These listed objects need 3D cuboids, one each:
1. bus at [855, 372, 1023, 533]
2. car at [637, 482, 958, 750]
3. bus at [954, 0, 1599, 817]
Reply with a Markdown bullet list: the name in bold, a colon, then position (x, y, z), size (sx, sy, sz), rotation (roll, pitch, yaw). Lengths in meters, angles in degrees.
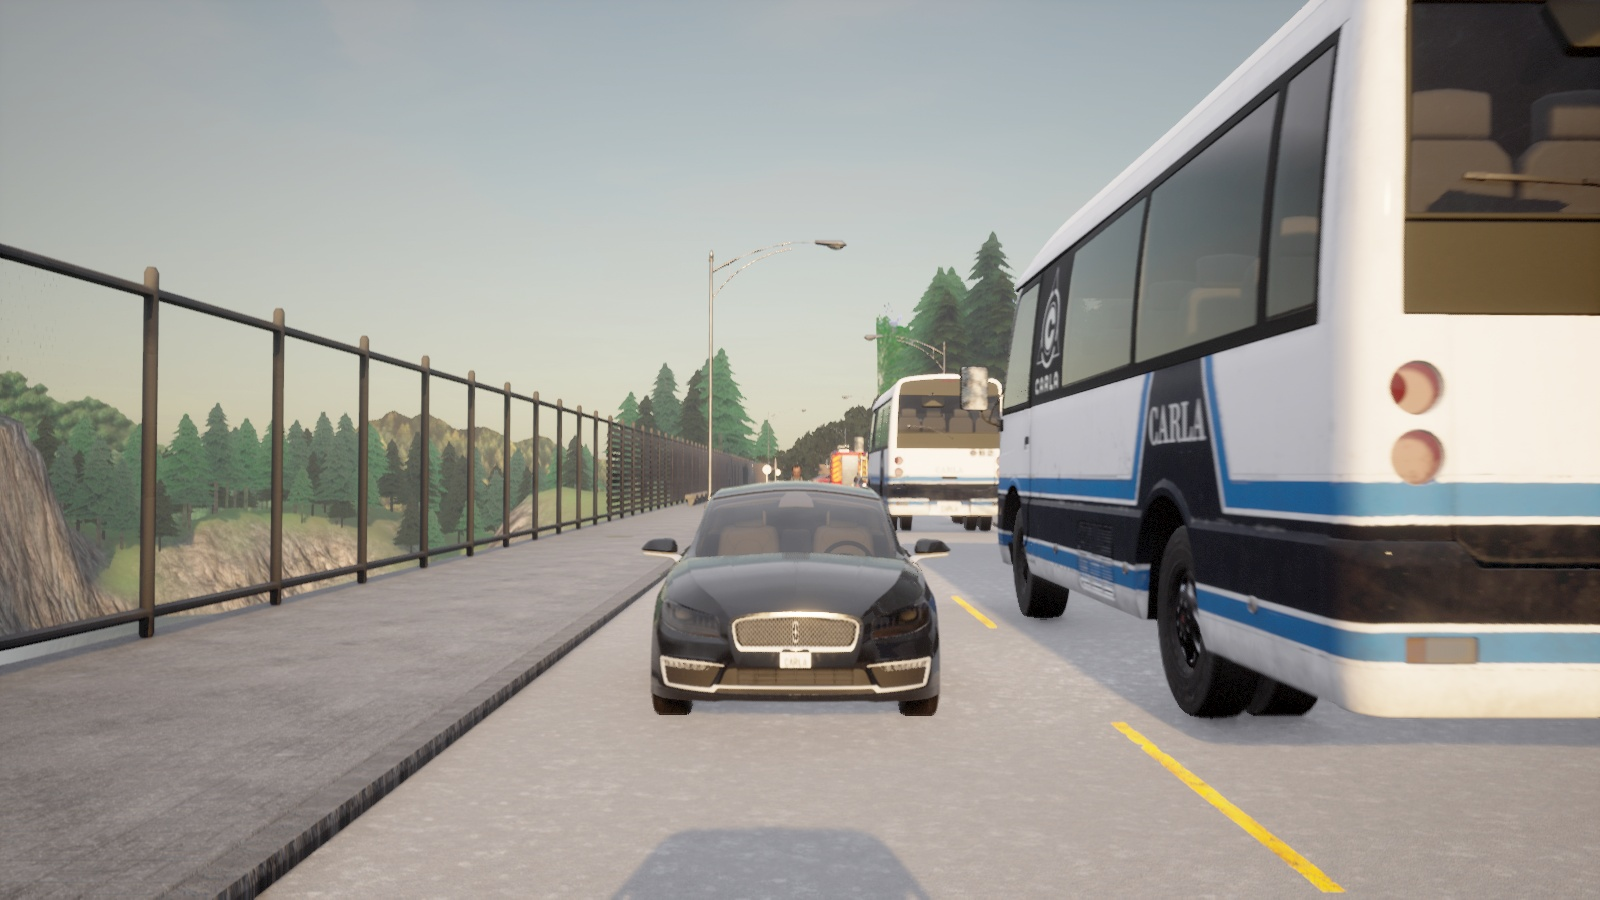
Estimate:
- **bus**: position (3.904, 0.173, 38.383), size (3.944, 4.253, 10.273), rotation (0, -1, 0)
- **car**: position (-0.023, 1.012, 9.643), size (1.837, 1.490, 4.892), rotation (0, -1, 0)
- **bus**: position (3.969, -0.361, 10.906), size (3.944, 4.253, 10.273), rotation (0, -1, 0)
